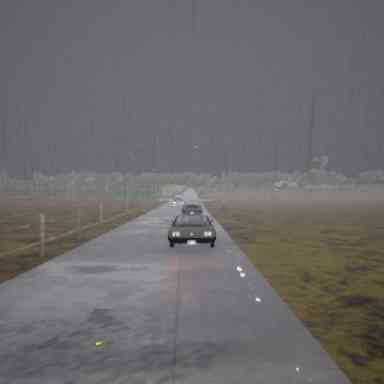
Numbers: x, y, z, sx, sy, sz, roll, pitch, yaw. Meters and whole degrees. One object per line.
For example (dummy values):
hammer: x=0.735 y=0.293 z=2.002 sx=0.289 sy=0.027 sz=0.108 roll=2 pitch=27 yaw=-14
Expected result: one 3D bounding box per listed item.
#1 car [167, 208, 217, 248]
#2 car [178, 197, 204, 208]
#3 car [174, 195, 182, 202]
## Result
car: x=0.000 y=1.600 z=14.679 sx=1.895 sy=1.301 sz=4.718 roll=0 pitch=0 yaw=0
car: x=0.000 y=1.469 z=29.648 sx=1.837 sy=1.490 sz=4.892 roll=0 pitch=0 yaw=0
car: x=-2.750 y=1.301 z=68.645 sx=1.812 sy=1.442 sz=4.674 roll=0 pitch=0 yaw=0
